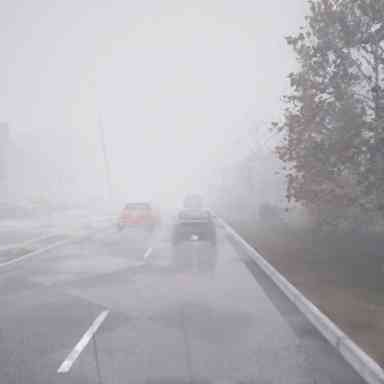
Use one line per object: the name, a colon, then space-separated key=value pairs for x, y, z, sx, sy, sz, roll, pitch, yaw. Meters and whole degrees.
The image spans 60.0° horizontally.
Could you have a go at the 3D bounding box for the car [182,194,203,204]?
car: x=0.087 y=1.246 z=38.364 sx=2.150 sy=2.045 sz=5.566 roll=0 pitch=0 yaw=0

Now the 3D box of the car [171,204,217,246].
car: x=0.094 y=1.515 z=15.309 sx=1.837 sy=1.490 sz=4.892 roll=0 pitch=0 yaw=0

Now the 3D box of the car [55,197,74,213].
car: x=-15.525 y=1.355 z=37.615 sx=2.185 sy=1.767 sz=4.553 roll=0 pitch=0 yaw=0

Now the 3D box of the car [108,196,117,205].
car: x=-15.589 y=1.529 z=59.779 sx=2.163 sy=1.488 sz=4.792 roll=0 pitch=0 yaw=0

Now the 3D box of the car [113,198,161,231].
car: x=-3.159 y=1.365 z=20.676 sx=2.097 sy=1.767 sz=4.553 roll=0 pitch=0 yaw=0

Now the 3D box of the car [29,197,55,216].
car: x=-15.510 y=1.350 z=32.089 sx=2.185 sy=1.767 sz=4.553 roll=0 pitch=0 yaw=0

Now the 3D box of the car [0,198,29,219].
car: x=-15.495 y=1.472 z=26.539 sx=2.231 sy=1.521 sz=4.892 roll=0 pitch=0 yaw=0

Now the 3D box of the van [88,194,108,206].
van: x=-15.571 y=1.269 z=54.167 sx=1.878 sy=1.987 sz=4.442 roll=0 pitch=0 yaw=0

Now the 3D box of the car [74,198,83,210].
car: x=-15.541 y=1.526 z=43.236 sx=2.002 sy=1.452 sz=4.674 roll=0 pitch=0 yaw=0

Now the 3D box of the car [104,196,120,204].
car: x=-15.621 y=1.544 z=65.275 sx=2.002 sy=1.452 sz=4.674 roll=-2 pitch=0 yaw=0
